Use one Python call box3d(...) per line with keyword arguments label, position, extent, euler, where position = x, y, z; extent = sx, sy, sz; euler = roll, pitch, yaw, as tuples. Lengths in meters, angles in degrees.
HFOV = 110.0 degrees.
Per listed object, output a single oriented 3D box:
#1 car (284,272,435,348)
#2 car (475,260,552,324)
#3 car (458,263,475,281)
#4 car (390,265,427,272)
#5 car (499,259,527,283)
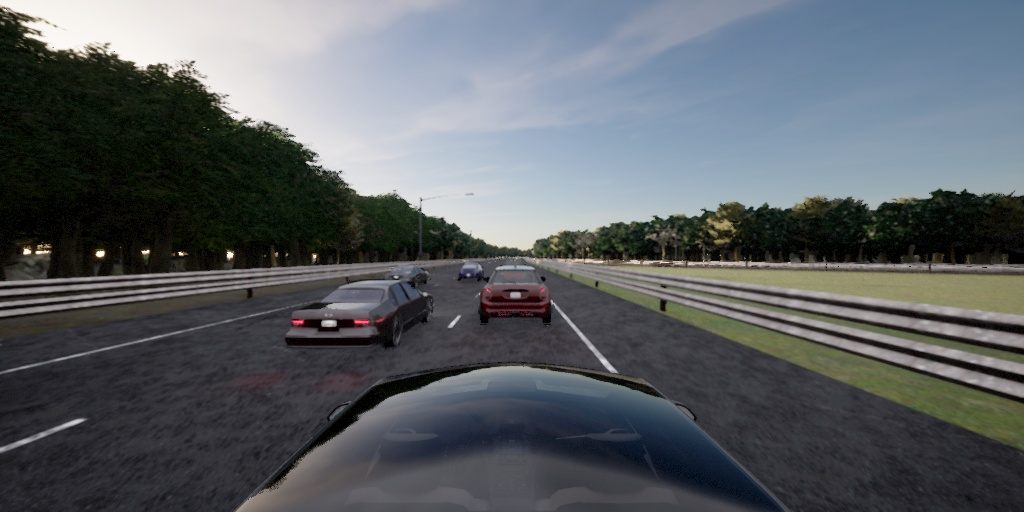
box3d(label="car", position=(-3.400, 1.304, 9.169), extent=(2.033, 1.411, 5.357), euler=(0, 0, 0))
box3d(label="car", position=(0.099, 1.111, 12.137), extent=(2.097, 1.767, 4.553), euler=(0, 0, 0))
box3d(label="car", position=(-3.404, 1.309, 30.282), extent=(1.812, 1.442, 4.674), euler=(0, 0, 0))
box3d(label="car", position=(-6.904, 1.321, 23.905), extent=(2.033, 1.411, 5.357), euler=(0, 0, 0))
box3d(label="car", position=(0.097, 1.133, 28.976), extent=(2.097, 1.767, 4.553), euler=(0, 0, 0))
